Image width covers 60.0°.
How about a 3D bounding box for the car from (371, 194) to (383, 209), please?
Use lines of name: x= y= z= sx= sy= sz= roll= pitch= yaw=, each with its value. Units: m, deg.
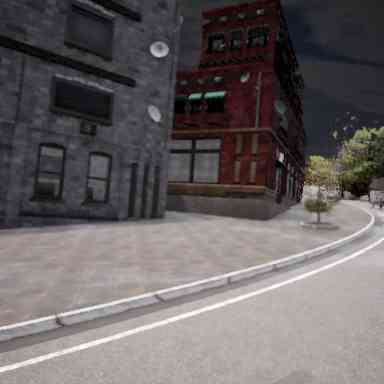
car: x=20.633 y=0.956 z=35.500 sx=1.837 sy=1.490 sz=4.892 roll=3 pitch=2 yaw=15
